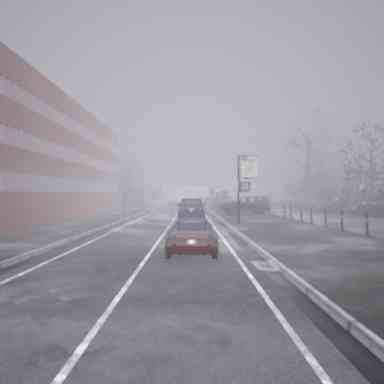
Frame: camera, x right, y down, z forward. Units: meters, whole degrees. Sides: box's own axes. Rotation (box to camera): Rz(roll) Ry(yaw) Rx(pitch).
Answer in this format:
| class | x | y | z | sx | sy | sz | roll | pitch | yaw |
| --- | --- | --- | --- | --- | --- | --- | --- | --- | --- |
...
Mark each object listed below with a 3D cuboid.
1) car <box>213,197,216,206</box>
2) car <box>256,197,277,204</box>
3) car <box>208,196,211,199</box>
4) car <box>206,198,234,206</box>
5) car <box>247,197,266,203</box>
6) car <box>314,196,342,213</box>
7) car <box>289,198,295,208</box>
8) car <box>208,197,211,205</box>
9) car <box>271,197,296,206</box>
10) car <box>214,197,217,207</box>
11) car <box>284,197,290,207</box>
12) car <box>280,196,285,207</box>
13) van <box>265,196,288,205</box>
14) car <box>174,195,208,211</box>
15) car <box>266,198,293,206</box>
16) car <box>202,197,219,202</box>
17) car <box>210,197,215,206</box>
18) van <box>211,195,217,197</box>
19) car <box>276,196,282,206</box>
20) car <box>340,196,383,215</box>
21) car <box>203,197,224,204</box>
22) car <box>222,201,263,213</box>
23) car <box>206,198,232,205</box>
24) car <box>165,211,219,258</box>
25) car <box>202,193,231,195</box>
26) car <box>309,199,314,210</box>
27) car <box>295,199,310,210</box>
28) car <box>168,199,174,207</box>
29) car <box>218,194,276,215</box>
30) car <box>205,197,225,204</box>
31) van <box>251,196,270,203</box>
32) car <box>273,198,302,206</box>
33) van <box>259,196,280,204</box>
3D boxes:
| class | x | y | z | sx | sy | sz | roll | pitch | yaw |
| --- | --- | --- | --- | --- | --- | --- | --- | --- | --- |
| car | 5.965 | 1.925 | 52.099 | 4.674 | 1.452 | 2.002 | 0 | 0 | -1 |
| car | 17.996 | 1.987 | 80.756 | 4.553 | 1.767 | 2.185 | 0 | 0 | -1 |
| car | 5.947 | 1.972 | 63.403 | 5.366 | 1.575 | 1.946 | 0 | 0 | -1 |
| car | 5.526 | 1.995 | 66.222 | 5.366 | 1.575 | 1.946 | 0 | 0 | -1 |
| car | 17.827 | 2.170 | 92.058 | 5.008 | 1.535 | 2.097 | 0 | 1 | -1 |
| car | 18.701 | 1.541 | 41.233 | 5.566 | 2.045 | 2.435 | 0 | 0 | -1 |
| car | 18.522 | 1.887 | 52.400 | 5.008 | 1.535 | 2.097 | 0 | 0 | -1 |
| car | 5.809 | 1.993 | 60.575 | 4.674 | 1.452 | 2.002 | 0 | 0 | -1 |
| car | 18.305 | 1.875 | 66.642 | 4.553 | 1.767 | 2.185 | 0 | 0 | -1 |
| car | 6.009 | 1.903 | 49.274 | 4.674 | 1.452 | 2.002 | 0 | 0 | -1 |
| car | 18.472 | 1.909 | 55.223 | 5.008 | 1.535 | 2.097 | 0 | -1 | -1 |
| car | 18.456 | 1.961 | 58.047 | 4.792 | 1.488 | 2.163 | 0 | 0 | -1 |
| van | 18.293 | 1.818 | 72.164 | 4.442 | 1.987 | 1.878 | 0 | 0 | -1 |
| car | -0.050 | 1.494 | 27.558 | 2.150 | 2.045 | 5.566 | 0 | 0 | 0 |
| car | 18.230 | 2.023 | 69.463 | 5.008 | 1.535 | 2.097 | 0 | 0 | -1 |
| car | 5.214 | 2.187 | 94.499 | 4.674 | 1.452 | 2.002 | 0 | 1 | -1 |
| car | 5.883 | 1.937 | 54.924 | 4.792 | 1.488 | 2.163 | 0 | 0 | -1 |
| van | 5.979 | 1.705 | 57.754 | 4.442 | 1.987 | 1.878 | 0 | 0 | -1 |
| car | 18.379 | 1.955 | 60.994 | 5.008 | 1.535 | 2.097 | 0 | 0 | -1 |
| car | 18.768 | 1.604 | 35.453 | 4.553 | 1.767 | 2.185 | 0 | 0 | -1 |
| car | 5.407 | 2.133 | 83.176 | 5.008 | 1.535 | 2.097 | 0 | 0 | -1 |
| car | 6.159 | 1.829 | 40.797 | 4.674 | 1.452 | 2.002 | 0 | -1 | -1 |
| car | 5.797 | 2.040 | 71.879 | 5.366 | 1.575 | 1.946 | 0 | 0 | -1 |
| car | 0.007 | 1.697 | 13.414 | 1.994 | 1.385 | 4.181 | 0 | 0 | 1 |
| car | 5.590 | 1.814 | 74.704 | 5.566 | 2.045 | 2.435 | 0 | 0 | -1 |
| car | 18.687 | 1.817 | 43.931 | 4.892 | 1.521 | 2.231 | 0 | 0 | -1 |
| car | 18.573 | 1.865 | 49.577 | 4.892 | 1.521 | 2.231 | 0 | -1 | -1 |
| car | -3.654 | 2.081 | 64.565 | 2.033 | 1.411 | 5.357 | 0 | 0 | 0 |
| car | 6.183 | 1.511 | 37.975 | 5.566 | 2.045 | 2.435 | 0 | -1 | -1 |
| car | 5.493 | 1.985 | 80.353 | 4.553 | 1.767 | 2.185 | 0 | 0 | -1 |
| van | 17.813 | 1.931 | 86.278 | 4.442 | 1.987 | 1.878 | 0 | 0 | -1 |
| car | 18.320 | 1.978 | 63.817 | 5.008 | 1.535 | 2.097 | 0 | 0 | -1 |
| van | 18.197 | 1.864 | 77.813 | 4.442 | 1.987 | 1.878 | 0 | -1 | -1 |
